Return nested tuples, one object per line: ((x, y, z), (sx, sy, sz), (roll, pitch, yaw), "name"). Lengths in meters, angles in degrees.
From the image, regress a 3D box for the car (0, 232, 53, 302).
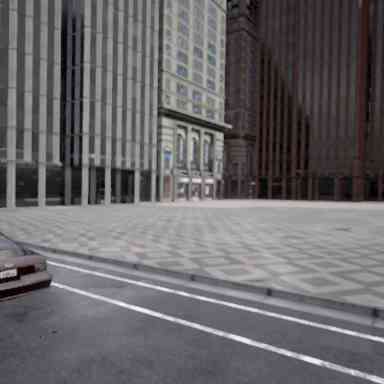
((-5.290, 1.478, 7.400), (5.357, 1.411, 2.033), (1, 0, 36), "car")
